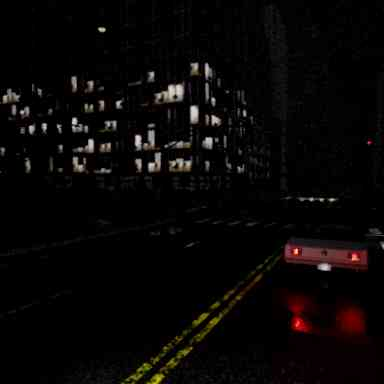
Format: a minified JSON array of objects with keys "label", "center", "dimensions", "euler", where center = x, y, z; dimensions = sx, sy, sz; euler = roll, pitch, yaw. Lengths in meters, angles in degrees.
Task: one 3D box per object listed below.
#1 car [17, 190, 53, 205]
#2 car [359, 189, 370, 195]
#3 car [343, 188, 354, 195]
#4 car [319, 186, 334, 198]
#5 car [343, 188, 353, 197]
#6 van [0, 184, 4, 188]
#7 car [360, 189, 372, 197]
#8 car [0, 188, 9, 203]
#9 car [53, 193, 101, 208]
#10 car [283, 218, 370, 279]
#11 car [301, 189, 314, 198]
[{"label":"car","center":[-15.742,0.645,34.144],"dimensions":[4.206,1.307,1.802],"euler":[1,2,27]},{"label":"car","center":[38.933,-0.083,75.153],"dimensions":[1.895,1.301,4.718],"euler":[1,1,26]},{"label":"car","center":[35.988,-0.189,76.525],"dimensions":[2.128,1.511,4.902],"euler":[1,1,26]},{"label":"car","center":[23.930,0.030,58.880],"dimensions":[2.150,2.045,5.566],"euler":[1,1,26]},{"label":"car","center":[31.691,0.228,67.535],"dimensions":[1.895,1.301,4.718],"euler":[1,1,26]},{"label":"van","center":[-27.156,-0.232,49.370],"dimensions":[3.998,1.788,1.690],"euler":[1,2,27]},{"label":"car","center":[34.431,0.217,65.729],"dimensions":[2.033,1.411,5.357],"euler":[1,1,26]},{"label":"car","center":[-20.793,0.509,36.747],"dimensions":[4.313,1.339,1.947],"euler":[1,2,27]},{"label":"car","center":[-10.670,0.748,31.576],"dimensions":[4.313,1.339,1.947],"euler":[1,2,27]},{"label":"car","center":[4.024,1.407,9.629],"dimensions":[1.895,1.301,4.718],"euler":[1,1,26]},{"label":"car","center":[21.008,0.249,60.317],"dimensions":[1.882,1.535,5.008],"euler":[1,1,26]}]
